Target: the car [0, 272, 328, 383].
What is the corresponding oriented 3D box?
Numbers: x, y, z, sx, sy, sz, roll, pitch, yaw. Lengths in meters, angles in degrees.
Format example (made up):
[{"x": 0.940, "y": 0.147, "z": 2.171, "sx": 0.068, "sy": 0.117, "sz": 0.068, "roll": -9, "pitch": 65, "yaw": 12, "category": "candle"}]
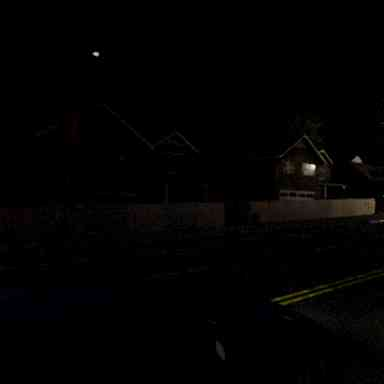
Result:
[{"x": -0.859, "y": 1.478, "z": 2.825, "sx": 5.008, "sy": 1.535, "sz": 1.882, "roll": 0, "pitch": 0, "yaw": -36, "category": "car"}]
